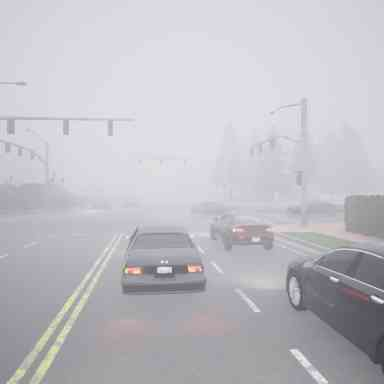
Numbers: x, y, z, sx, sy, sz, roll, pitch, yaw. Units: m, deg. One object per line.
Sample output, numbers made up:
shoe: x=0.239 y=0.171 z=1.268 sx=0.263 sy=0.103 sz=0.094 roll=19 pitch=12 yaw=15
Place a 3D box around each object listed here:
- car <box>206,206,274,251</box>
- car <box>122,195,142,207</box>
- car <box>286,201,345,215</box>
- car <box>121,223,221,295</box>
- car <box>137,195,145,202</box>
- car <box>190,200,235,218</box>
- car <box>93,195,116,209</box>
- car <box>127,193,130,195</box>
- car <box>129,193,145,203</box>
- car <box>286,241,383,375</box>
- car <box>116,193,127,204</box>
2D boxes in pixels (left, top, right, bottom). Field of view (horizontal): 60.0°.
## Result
car: x=2.005 y=1.526 z=14.158 sx=1.812 sy=1.442 sz=4.674 roll=0 pitch=0 yaw=-7
car: x=-9.031 y=1.525 z=50.294 sx=1.812 sy=1.442 sz=4.674 roll=0 pitch=0 yaw=-6
car: x=12.062 y=1.547 z=32.511 sx=5.357 sy=1.411 sz=2.033 roll=0 pitch=0 yaw=-5
car: x=-0.838 y=1.547 z=8.896 sx=2.033 sy=1.411 sz=5.357 roll=0 pitch=0 yaw=-7
car: x=-12.034 y=1.517 z=78.660 sx=1.812 sy=1.442 sz=4.674 roll=0 pitch=0 yaw=-6
car: x=2.241 y=1.491 z=29.102 sx=4.902 sy=1.511 sz=2.128 roll=0 pitch=0 yaw=20
car: x=-12.047 y=1.491 z=44.902 sx=2.128 sy=1.511 sz=4.902 roll=0 pitch=0 yaw=-4
car: x=-15.396 y=1.221 z=77.203 sx=2.150 sy=2.045 sz=5.566 roll=0 pitch=0 yaw=-6
car: x=-10.427 y=1.477 z=63.521 sx=1.882 sy=1.535 sz=5.008 roll=0 pitch=0 yaw=-6
car: x=2.980 y=1.505 z=4.964 sx=1.837 sy=1.490 sz=4.892 roll=0 pitch=0 yaw=-5
car: x=-13.787 y=1.350 z=61.940 sx=2.097 sy=1.767 sz=4.553 roll=0 pitch=0 yaw=-6
